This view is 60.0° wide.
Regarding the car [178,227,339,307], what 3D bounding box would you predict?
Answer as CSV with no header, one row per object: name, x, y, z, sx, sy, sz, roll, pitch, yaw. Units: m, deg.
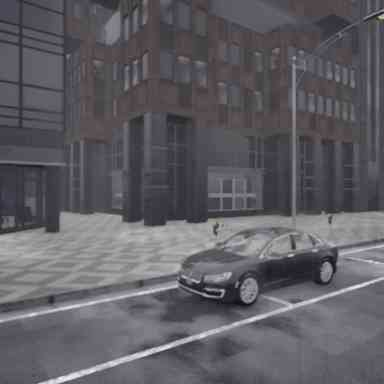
car,1.729,1.549,7.881,4.403,1.369,2.008,0,0,-35
